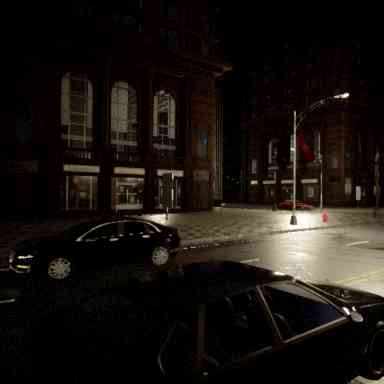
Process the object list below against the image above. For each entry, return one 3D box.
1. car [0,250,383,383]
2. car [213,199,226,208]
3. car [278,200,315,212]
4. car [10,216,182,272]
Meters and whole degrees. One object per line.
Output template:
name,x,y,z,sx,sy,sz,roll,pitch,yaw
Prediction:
car,0.394,1.548,3.723,5.357,1.411,2.033,0,0,-36
car,3.503,1.789,53.104,1.812,1.442,4.674,1,-1,-35
car,12.575,1.717,40.305,1.812,1.442,4.674,1,-1,-35
car,-2.588,1.506,9.810,4.892,1.490,1.837,1,0,-35
